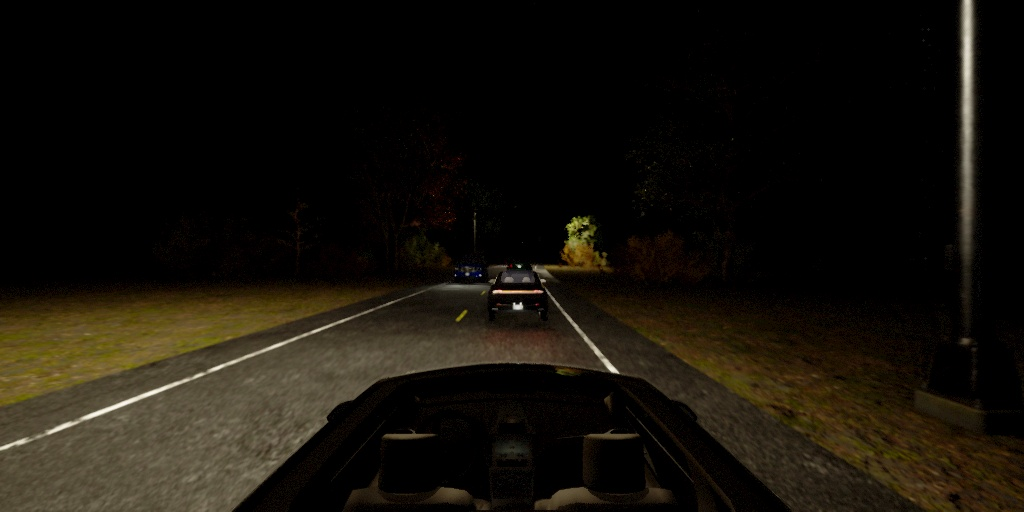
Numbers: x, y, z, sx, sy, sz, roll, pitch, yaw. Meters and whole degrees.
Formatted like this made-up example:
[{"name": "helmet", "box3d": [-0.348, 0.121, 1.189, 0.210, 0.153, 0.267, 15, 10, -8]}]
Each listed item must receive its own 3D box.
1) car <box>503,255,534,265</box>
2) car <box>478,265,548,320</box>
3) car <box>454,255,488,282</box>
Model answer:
[{"name": "car", "box3d": [0.688, 0.952, 31.285, 2.150, 2.045, 5.566, 0, 0, 2]}, {"name": "car", "box3d": [0.203, 1.237, 12.569, 2.128, 1.511, 4.902, 0, 0, 1]}, {"name": "car", "box3d": [-3.110, 0.950, 28.525, 2.150, 2.045, 5.566, 0, 0, 2]}]
